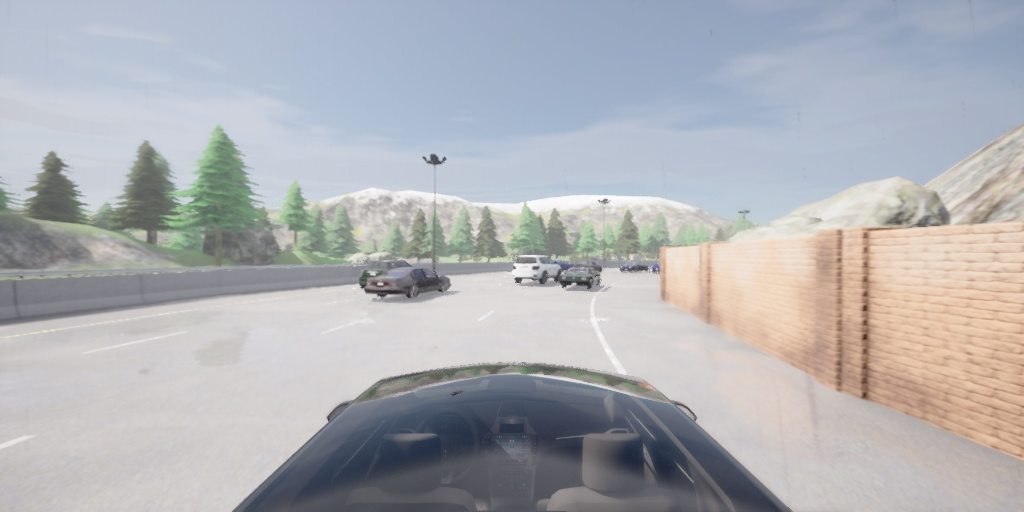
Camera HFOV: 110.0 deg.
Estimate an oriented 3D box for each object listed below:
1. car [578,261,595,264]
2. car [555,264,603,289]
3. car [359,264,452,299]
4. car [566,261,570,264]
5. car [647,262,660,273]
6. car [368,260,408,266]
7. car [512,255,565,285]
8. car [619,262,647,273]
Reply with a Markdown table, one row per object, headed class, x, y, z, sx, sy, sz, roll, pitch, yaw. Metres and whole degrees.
| class | x | y | z | sx | sy | sz | roll | pitch | yaw |
| --- | --- | --- | --- | --- | --- | --- | --- | --- | --- |
| car | 9.420 | 1.322 | 44.059 | 1.812 | 1.442 | 4.674 | 0 | 0 | 41 |
| car | 4.542 | 1.373 | 23.289 | 1.895 | 1.301 | 4.718 | 0 | 0 | 23 |
| car | -4.961 | 1.261 | 17.901 | 2.033 | 1.411 | 5.357 | 0 | 0 | 17 |
| car | 6.186 | 1.253 | 45.629 | 1.882 | 1.535 | 5.008 | -1 | -1 | 41 |
| car | 18.843 | 1.382 | 43.949 | 4.674 | 1.442 | 1.812 | 0 | -1 | -43 |
| car | -7.152 | 1.051 | 22.051 | 2.097 | 1.767 | 4.553 | 1 | 0 | 17 |
| car | 1.978 | 0.977 | 26.766 | 2.150 | 2.045 | 5.566 | 0 | 0 | 26 |
| car | 15.766 | 1.437 | 45.986 | 4.718 | 1.301 | 1.895 | 0 | 0 | -43 |
